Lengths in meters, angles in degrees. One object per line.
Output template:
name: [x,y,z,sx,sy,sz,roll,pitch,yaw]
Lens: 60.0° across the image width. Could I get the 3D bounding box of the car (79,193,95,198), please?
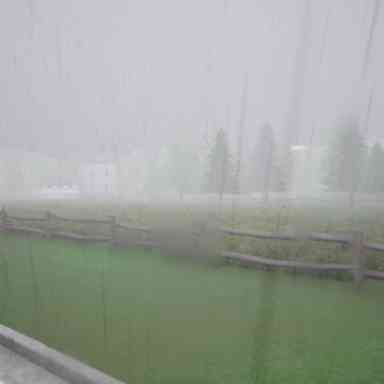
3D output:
car: [-26.865,1.117,85.239,4.605,1.855,1.932,0,0,35]
